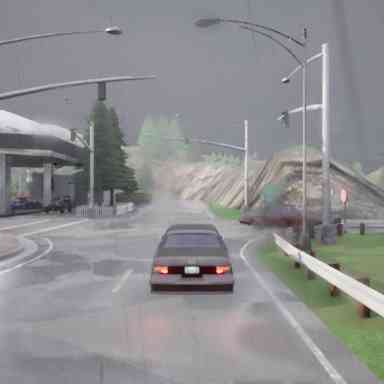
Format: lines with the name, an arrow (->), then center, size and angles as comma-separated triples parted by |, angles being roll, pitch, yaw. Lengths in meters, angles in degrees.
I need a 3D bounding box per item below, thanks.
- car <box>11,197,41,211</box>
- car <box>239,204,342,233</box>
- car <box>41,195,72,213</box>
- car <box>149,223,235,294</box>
car -> -20.250, 1.460, 40.744 | 2.242, 1.667, 4.611 | 0, 0, -1
car -> 5.232, 1.372, 18.141 | 5.357, 1.411, 2.033 | -1, 0, 38
car -> -14.541, 1.295, 36.468 | 1.905, 1.878, 3.866 | 0, 0, -1
car -> -0.002, 1.543, 8.893 | 2.033, 1.411, 5.357 | 0, 0, 0
